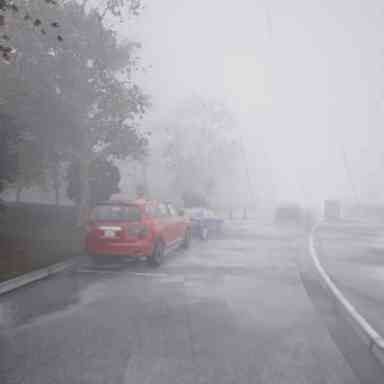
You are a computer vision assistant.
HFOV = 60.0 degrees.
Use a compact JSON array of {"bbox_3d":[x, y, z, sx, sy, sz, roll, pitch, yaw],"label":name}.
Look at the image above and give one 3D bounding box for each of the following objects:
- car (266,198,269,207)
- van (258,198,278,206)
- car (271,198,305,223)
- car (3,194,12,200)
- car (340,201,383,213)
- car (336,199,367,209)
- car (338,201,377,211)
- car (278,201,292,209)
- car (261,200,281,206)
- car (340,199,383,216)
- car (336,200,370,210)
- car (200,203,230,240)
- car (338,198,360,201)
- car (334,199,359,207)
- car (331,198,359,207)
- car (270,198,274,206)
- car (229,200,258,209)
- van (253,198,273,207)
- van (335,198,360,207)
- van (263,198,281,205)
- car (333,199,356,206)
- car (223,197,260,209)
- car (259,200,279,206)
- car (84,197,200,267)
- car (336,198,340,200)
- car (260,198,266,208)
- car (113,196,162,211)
[{"bbox_3d":[12.275,2.399,66.833,4.792,1.488,2.163,-1,-1,2],"label":"car"},{"bbox_3d":[18.971,2.472,83.243,4.442,1.987,1.878,-1,-2,2],"label":"van"},{"bbox_3d":[7.938,1.542,26.655,1.882,1.535,5.008,-1,0,24],"label":"car"},{"bbox_3d":[-26.320,0.193,43.999,5.357,1.411,2.033,3,-1,24],"label":"car"},{"bbox_3d":[22.316,1.981,43.867,4.674,1.452,2.002,1,-1,2],"label":"car"},{"bbox_3d":[28.876,2.117,60.212,4.553,1.767,2.185,1,-1,2],"label":"car"},{"bbox_3d":[24.492,2.081,49.317,4.674,1.452,2.002,1,-1,2],"label":"car"},{"bbox_3d":[17.647,2.410,62.981,1.895,1.301,4.718,0,-1,22],"label":"car"},{"bbox_3d":[21.038,2.860,88.707,4.674,1.452,2.002,-1,-2,2],"label":"car"},{"bbox_3d":[19.049,1.792,35.702,4.892,1.521,2.231,1,-1,2],"label":"car"},{"bbox_3d":[27.761,2.193,57.489,4.892,1.521,2.231,1,-1,2],"label":"car"},{"bbox_3d":[0.252,1.559,17.648,2.097,1.535,5.008,0,0,21],"label":"car"},{"bbox_3d":[21.232,1.892,41.143,4.892,1.521,2.231,1,0,2],"label":"car"},{"bbox_3d":[34.255,2.386,73.840,4.553,1.767,2.185,1,-1,2],"label":"car"},{"bbox_3d":[36.492,2.380,79.288,5.566,2.045,2.435,1,-1,2],"label":"car"},{"bbox_3d":[14.496,2.474,72.298,4.892,1.521,2.231,-1,-1,2],"label":"car"},{"bbox_3d":[9.000,2.247,58.628,4.792,1.488,2.163,-1,-1,2],"label":"car"},{"bbox_3d":[16.554,2.360,77.775,4.442,1.987,1.878,-1,-1,2],"label":"van"},{"bbox_3d":[33.315,2.232,71.115,4.442,1.987,1.878,1,-1,2],"label":"van"},{"bbox_3d":[22.014,2.659,91.441,4.442,1.987,1.878,-1,-1,2],"label":"van"},{"bbox_3d":[37.581,2.565,81.997,4.553,1.767,2.185,1,-1,2],"label":"car"},{"bbox_3d":[7.962,1.915,55.907,5.566,2.045,2.435,-1,-2,2],"label":"car"},{"bbox_3d":[19.948,2.799,85.971,4.674,1.452,2.002,-1,-2,2],"label":"car"},{"bbox_3d":[-1.634,1.273,11.959,2.435,2.045,5.566,0,0,15],"label":"car"},{"bbox_3d":[23.587,1.991,46.594,5.366,1.575,1.946,1,-1,2],"label":"car"},{"bbox_3d":[11.241,2.191,64.102,4.553,1.767,2.185,-1,-1,2],"label":"car"},{"bbox_3d":[-6.420,1.351,39.098,5.357,1.411,2.033,3,-1,24],"label":"car"}]
